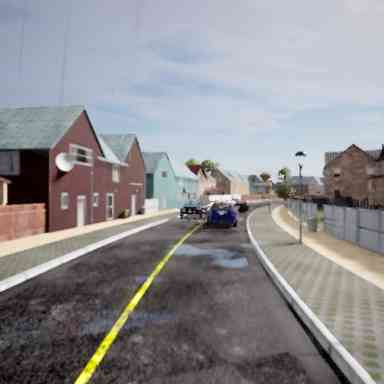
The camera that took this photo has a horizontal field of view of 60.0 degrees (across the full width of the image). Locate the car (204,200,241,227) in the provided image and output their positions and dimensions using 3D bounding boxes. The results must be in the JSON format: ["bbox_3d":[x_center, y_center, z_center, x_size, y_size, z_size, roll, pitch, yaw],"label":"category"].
[{"bbox_3d":[2.321,1.490,24.462,2.097,1.767,4.553,0,0,9],"label":"car"}]

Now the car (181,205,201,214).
[{"bbox_3d":[0.216,1.419,29.436,1.994,1.385,4.181,0,0,11],"label":"car"}]

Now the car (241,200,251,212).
[{"bbox_3d":[6.259,1.731,41.762,1.994,1.385,4.181,0,0,16],"label":"car"}]
